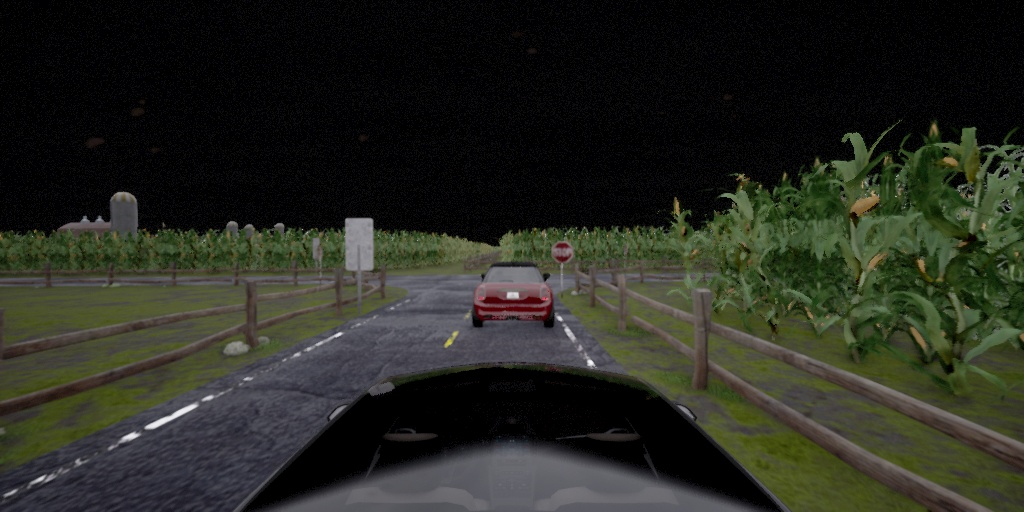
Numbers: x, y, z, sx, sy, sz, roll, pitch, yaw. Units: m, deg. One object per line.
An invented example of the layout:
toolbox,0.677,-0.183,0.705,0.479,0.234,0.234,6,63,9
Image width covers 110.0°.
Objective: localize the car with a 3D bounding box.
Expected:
car,0.099,0.928,10.847,2.097,1.767,4.553,0,1,2
